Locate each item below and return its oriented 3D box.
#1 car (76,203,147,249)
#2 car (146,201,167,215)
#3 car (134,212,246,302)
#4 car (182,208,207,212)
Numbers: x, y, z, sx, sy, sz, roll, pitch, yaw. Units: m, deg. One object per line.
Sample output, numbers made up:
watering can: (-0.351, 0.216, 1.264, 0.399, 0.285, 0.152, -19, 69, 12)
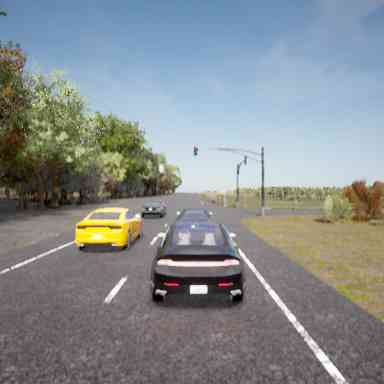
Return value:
car: (-3.368, 1.435, 14.290, 1.882, 1.535, 5.008, 0, 0, 0)
car: (-3.334, 1.459, 29.406, 2.033, 1.411, 5.357, 0, 0, 0)
car: (0.118, 1.467, 8.183, 2.128, 1.511, 4.902, 0, 0, 0)
car: (0.137, 1.513, 17.100, 1.994, 1.385, 4.181, 0, 0, 0)
